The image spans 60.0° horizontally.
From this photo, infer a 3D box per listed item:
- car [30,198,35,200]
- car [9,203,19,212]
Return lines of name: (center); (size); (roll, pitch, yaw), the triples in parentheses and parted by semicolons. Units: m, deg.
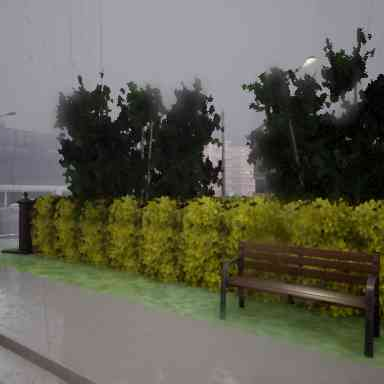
car: (-15.847, 1.515, 36.090); (1.994, 1.385, 4.181); (0, 0, 35)
car: (-18.568, 1.477, 38.326); (1.812, 1.442, 4.674); (0, 0, 33)
